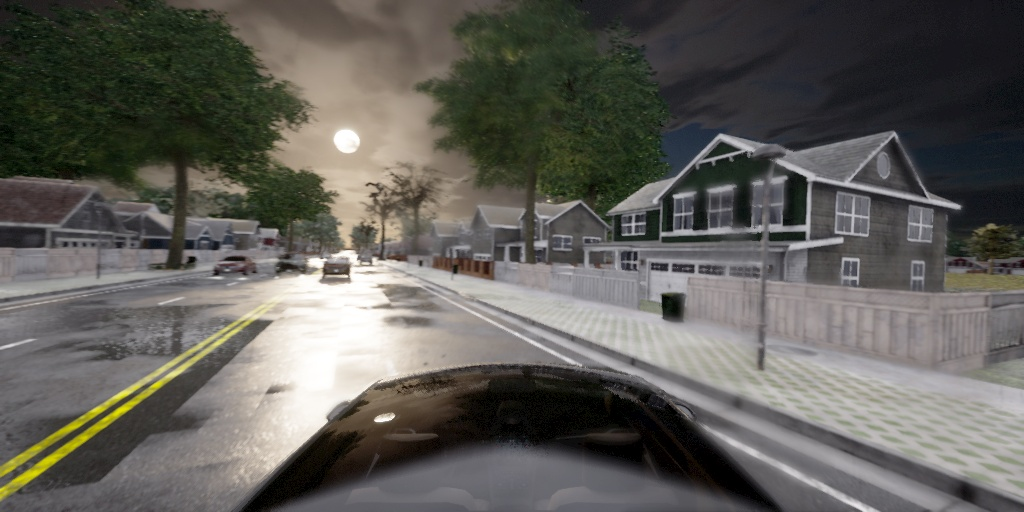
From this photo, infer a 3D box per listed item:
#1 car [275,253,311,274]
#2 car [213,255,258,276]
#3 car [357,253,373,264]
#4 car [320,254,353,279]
[{"bbox_3d":[-18.244,0.553,29.994,2.097,1.767,4.553,2,0,-24],"label":"car"},{"bbox_3d":[-20.180,0.661,26.365,1.812,1.442,4.674,2,0,-24],"label":"car"},{"bbox_3d":[-23.893,0.579,58.772,2.128,1.511,4.902,2,0,-24],"label":"car"},{"bbox_3d":[-13.067,0.834,26.870,1.882,1.535,5.008,2,0,-24],"label":"car"}]
